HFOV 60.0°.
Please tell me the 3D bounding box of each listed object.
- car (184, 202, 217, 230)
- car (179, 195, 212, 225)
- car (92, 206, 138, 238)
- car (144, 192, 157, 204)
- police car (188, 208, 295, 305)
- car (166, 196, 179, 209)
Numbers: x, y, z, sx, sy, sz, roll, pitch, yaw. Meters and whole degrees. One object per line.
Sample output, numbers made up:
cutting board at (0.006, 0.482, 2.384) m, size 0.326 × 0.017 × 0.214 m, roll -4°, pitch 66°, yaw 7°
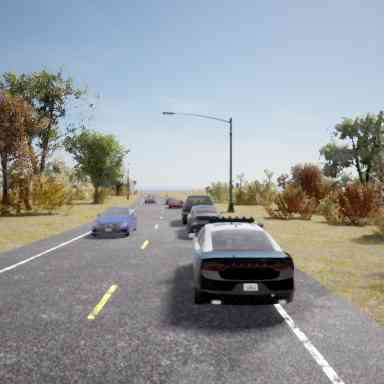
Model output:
car at (0.651, 1.499, 18.215) m, size 1.837 × 1.490 × 4.892 m, roll 0°, pitch 0°, yaw -2°
car at (0.367, 1.212, 24.273) m, size 2.150 × 2.045 × 5.566 m, roll 0°, pitch 0°, yaw -3°
car at (-4.024, 1.520, 17.970) m, size 1.812 × 1.442 × 4.674 m, roll 0°, pitch 0°, yaw -2°
car at (-7.651, 1.315, 61.548) m, size 2.097 × 1.767 × 4.553 m, roll 0°, pitch 0°, yaw -7°
police car at (0.953, 1.423, 8.275) m, size 1.930 × 1.638 × 5.238 m, roll 0°, pitch 0°, yaw -1°
car at (-2.205, 1.541, 45.527) m, size 1.994 × 1.385 × 4.181 m, roll 0°, pitch 0°, yaw -5°
